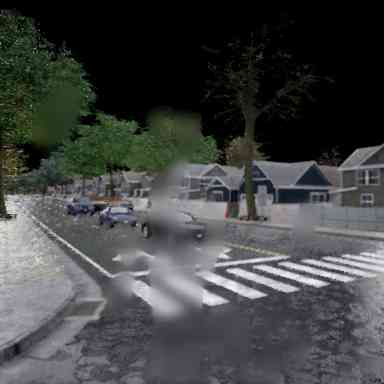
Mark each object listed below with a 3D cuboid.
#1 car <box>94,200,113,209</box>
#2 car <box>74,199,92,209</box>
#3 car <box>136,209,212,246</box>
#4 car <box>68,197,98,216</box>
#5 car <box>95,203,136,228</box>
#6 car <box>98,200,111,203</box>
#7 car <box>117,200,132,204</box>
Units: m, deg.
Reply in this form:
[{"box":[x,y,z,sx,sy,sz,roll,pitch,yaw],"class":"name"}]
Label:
[{"box":[-14.346,1.993,53.936,1.895,1.301,4.718,1,0,-29],"class":"car"},{"box":[-17.164,1.856,52.320,1.837,1.490,4.892,1,0,-29],"class":"car"},{"box":[-0.886,1.647,16.466,1.882,1.535,5.008,1,-1,-29],"class":"car"},{"box":[-12.416,1.549,37.071,2.150,2.045,5.566,1,0,-28],"class":"car"},{"box":[-5.639,1.807,24.930,1.812,1.442,4.674,1,-1,-29],"class":"car"},{"box":[-12.051,1.842,43.299,1.882,1.535,5.008,1,0,-29],"class":"car"},{"box":[-9.274,1.911,44.999,1.837,1.490,4.892,1,0,-29],"class":"car"}]
